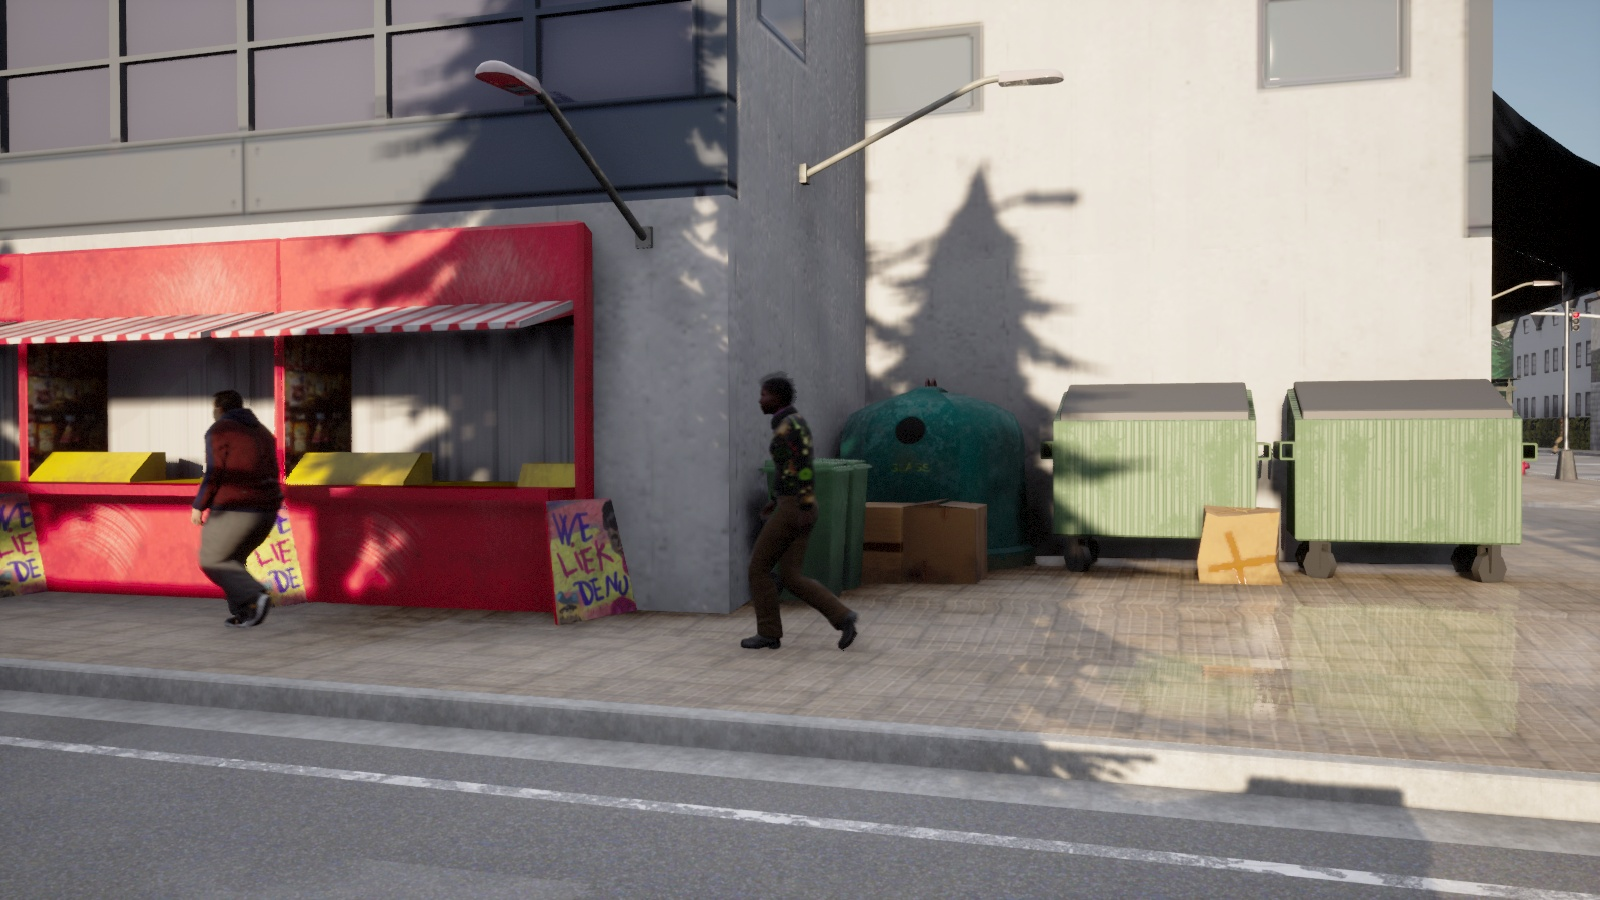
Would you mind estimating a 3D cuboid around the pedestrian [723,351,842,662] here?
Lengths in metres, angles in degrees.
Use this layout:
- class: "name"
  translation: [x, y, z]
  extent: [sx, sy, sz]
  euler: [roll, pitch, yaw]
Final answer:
- class: "pedestrian"
  translation: [-0.106, 0.348, 8.030]
  extent: [0.692, 1.930, 0.395]
  euler: [0, 1, 10]

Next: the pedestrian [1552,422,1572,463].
- class: "pedestrian"
  translation: [35.741, -0.361, 58.890]
  extent: [0.692, 1.930, 0.396]
  euler: [0, 1, 0]

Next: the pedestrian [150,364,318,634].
- class: "pedestrian"
  translation: [-4.044, 0.328, 9.001]
  extent: [0.899, 1.844, 0.634]
  euler: [0, 1, 17]
